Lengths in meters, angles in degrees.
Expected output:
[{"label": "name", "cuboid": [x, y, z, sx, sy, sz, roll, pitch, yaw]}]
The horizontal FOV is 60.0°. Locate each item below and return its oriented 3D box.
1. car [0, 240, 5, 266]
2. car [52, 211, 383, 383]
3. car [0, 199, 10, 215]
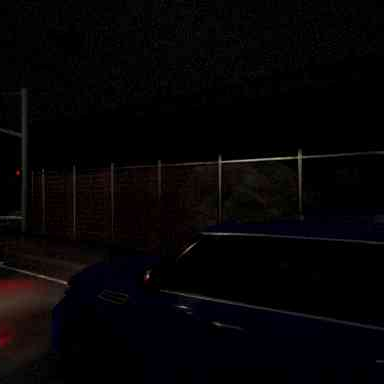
[{"label": "car", "cuboid": [-7.061, 1.492, 9.027, 4.902, 1.511, 2.128, 0, 0, 33]}, {"label": "car", "cuboid": [0.953, 1.221, 3.310, 5.566, 2.045, 2.150, 0, 0, 35]}, {"label": "car", "cuboid": [-20.160, 1.407, 31.891, 2.097, 1.767, 4.553, 0, 0, 37]}]
